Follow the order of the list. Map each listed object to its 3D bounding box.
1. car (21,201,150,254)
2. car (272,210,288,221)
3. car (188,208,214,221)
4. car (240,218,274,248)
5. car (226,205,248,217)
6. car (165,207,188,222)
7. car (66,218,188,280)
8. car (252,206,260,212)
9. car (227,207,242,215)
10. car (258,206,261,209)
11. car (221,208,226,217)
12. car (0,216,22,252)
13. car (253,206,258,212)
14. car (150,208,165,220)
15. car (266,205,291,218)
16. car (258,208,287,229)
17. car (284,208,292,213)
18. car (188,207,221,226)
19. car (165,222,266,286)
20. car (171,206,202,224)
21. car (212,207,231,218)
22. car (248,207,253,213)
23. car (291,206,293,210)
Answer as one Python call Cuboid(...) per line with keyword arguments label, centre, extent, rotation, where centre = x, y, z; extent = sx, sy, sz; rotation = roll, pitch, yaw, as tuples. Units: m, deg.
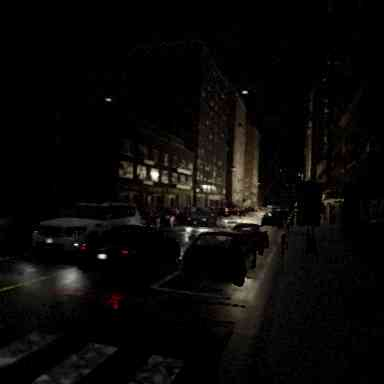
Cuboid(label="car", centre=(-4.085, 1.430, 14.125), extent=(2.150, 2.045, 5.566), rotation=(2, -1, 18))
Cuboid(label="car", centre=(12.610, 3.346, 47.385), extent=(1.947, 1.339, 4.313), rotation=(1, -2, 18))
Cuboid(label="car", centre=(1.162, 2.634, 39.395), extent=(1.947, 1.339, 4.313), rotation=(2, -2, 18))
Cuboid(label="car", centre=(2.653, 2.133, 15.763), extent=(1.802, 1.307, 4.206), rotation=(1, -2, 18))
Cuboid(label="car", centre=(5.993, 2.516, 45.779), extent=(2.097, 1.767, 4.553), rotation=(2, -1, 18))
Cuboid(label="car", centre=(-2.153, 2.099, 28.856), extent=(1.967, 1.590, 4.097), rotation=(2, -2, 18))
Cuboid(label="car", centre=(-1.847, 1.797, 10.951), extent=(1.994, 1.385, 4.181), rotation=(2, -1, 18))
Cuboid(label="car", centre=(17.761, 4.664, 92.114), extent=(1.887, 1.381, 4.507), rotation=(2, -2, 18))
Cuboid(label="car", centre=(7.802, 3.441, 60.483), extent=(2.008, 1.369, 4.403), rotation=(2, -2, 18))
Cuboid(label="car", centre=(16.101, 4.465, 86.842), extent=(2.008, 1.369, 4.403), rotation=(2, -2, 18))
Cuboid(label="car", centre=(2.821, 2.856, 44.666), extent=(1.802, 1.307, 4.206), rotation=(2, -2, 18))
Cuboid(label="car", centre=(-7.138, 1.629, 13.037), extent=(1.802, 1.307, 4.206), rotation=(2, -2, 18))
Cuboid(label="car", centre=(14.441, 4.255, 81.570), extent=(1.887, 1.381, 4.507), rotation=(2, -2, 18))
Cuboid(label="car", centre=(-3.813, 1.895, 23.584), extent=(1.967, 1.590, 4.097), rotation=(2, -2, 18))
Cuboid(label="car", centre=(10.959, 2.890, 42.122), extent=(2.192, 1.841, 5.009), rotation=(1, -2, 18))
Cuboid(label="car", centre=(7.636, 2.604, 31.578), extent=(1.967, 1.590, 4.097), rotation=(1, -2, 18))
Cuboid(label="car", centre=(25.885, 4.985, 89.549), extent=(1.947, 1.339, 4.313), rotation=(1, -2, 18))
Cuboid(label="car", centre=(0.974, 2.358, 30.203), extent=(1.812, 1.442, 4.674), rotation=(2, -1, 18))
Cuboid(label="car", centre=(0.995, 1.898, 10.494), extent=(2.008, 1.369, 4.403), rotation=(2, -2, 18))
Cuboid(label="car", centre=(-0.494, 2.304, 34.127), extent=(1.967, 1.590, 4.097), rotation=(2, -2, 18))
Cuboid(label="car", centre=(4.481, 3.045, 49.939), extent=(1.947, 1.339, 4.313), rotation=(2, -2, 18))
Cuboid(label="car", centre=(11.121, 3.867, 71.026), extent=(1.947, 1.339, 4.313), rotation=(2, -2, 18))
Cuboid(label="car", centre=(22.567, 4.555, 79.009), extent=(1.887, 1.381, 4.507), rotation=(1, -2, 18))
